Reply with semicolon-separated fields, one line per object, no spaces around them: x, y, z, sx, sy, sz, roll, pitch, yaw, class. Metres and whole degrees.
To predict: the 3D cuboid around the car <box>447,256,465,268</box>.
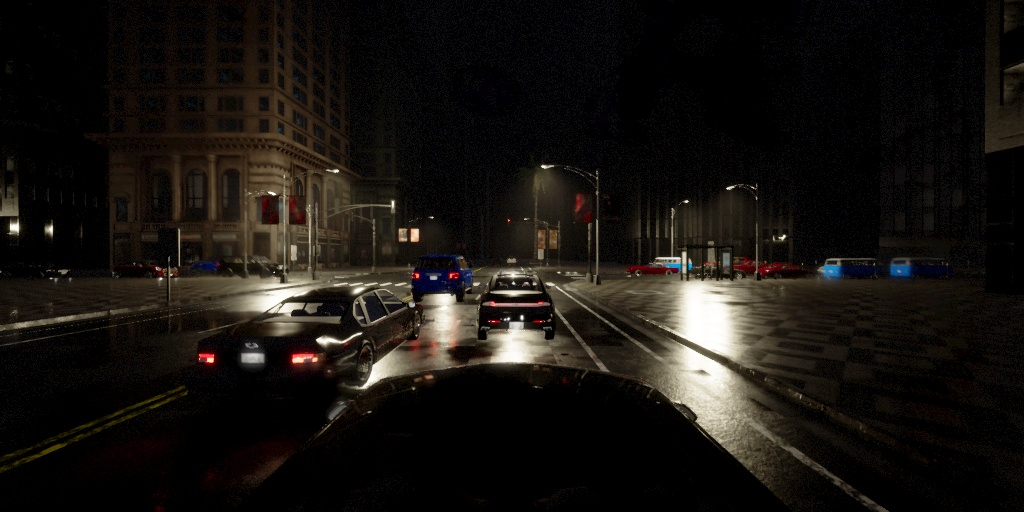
-9.847;0.975;63.358;2.150;2.045;5.566;0;0;0;car

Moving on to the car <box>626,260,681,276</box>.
13.877;1.334;35.673;4.718;1.301;1.895;0;0;2;car

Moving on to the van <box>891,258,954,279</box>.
34.088;1.079;29.830;3.998;1.789;1.690;0;0;0;van

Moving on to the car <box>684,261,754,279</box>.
17.056;1.298;29.815;4.403;1.370;2.007;0;0;0;car

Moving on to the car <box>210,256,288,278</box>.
-23.459;0.996;32.492;5.566;2.045;2.150;0;0;0;car

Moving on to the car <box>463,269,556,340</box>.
0.088;1.240;9.956;2.128;1.511;4.902;0;0;0;car

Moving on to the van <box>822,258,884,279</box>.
28.411;1.081;29.825;3.998;1.789;1.690;0;0;0;van

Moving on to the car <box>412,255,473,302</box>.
-3.159;0.972;17.127;2.150;2.045;5.566;0;0;0;car

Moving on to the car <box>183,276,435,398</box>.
-3.150;1.297;6.886;2.033;1.411;5.357;0;0;0;car

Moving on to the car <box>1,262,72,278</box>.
-43.161;1.290;32.590;4.902;1.511;2.128;0;0;0;car

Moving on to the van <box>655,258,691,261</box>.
17.047;1.064;38.340;3.998;1.789;1.690;0;0;0;van

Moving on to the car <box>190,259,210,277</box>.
-28.615;0.994;35.643;5.566;2.045;2.150;0;0;1;car

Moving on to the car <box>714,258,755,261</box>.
23.319;1.204;35.679;5.008;1.535;1.882;0;0;0;car

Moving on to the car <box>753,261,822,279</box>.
22.734;1.326;29.819;4.207;1.307;1.802;0;0;0;car

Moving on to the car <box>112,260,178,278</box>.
-33.178;1.138;32.541;4.553;1.767;2.097;0;0;0;car
